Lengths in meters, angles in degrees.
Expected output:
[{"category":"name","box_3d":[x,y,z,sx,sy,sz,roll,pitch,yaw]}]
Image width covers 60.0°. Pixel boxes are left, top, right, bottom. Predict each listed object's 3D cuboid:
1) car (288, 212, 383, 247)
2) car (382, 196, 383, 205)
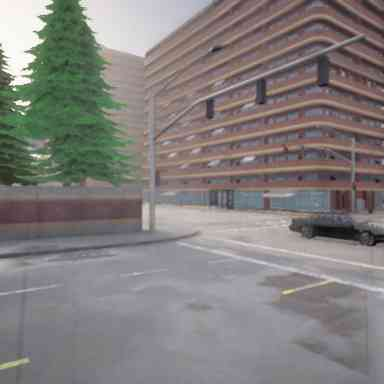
[{"category":"car","box_3d":[7.289,1.683,16.129,2.033,1.411,5.357,0,0,-35]},{"category":"car","box_3d":[36.281,1.607,64.278,2.097,1.767,4.553,0,0,-12]}]
